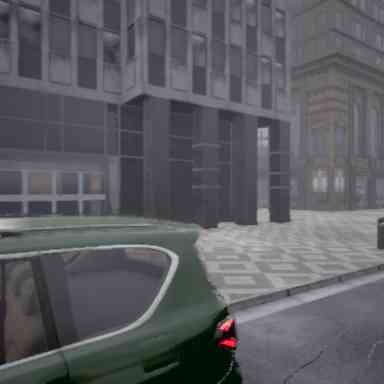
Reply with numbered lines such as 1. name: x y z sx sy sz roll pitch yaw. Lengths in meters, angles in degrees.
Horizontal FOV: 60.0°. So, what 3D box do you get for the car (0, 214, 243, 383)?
1. car: -2.205 1.221 1.804 5.566 2.045 2.150 0 0 -35
